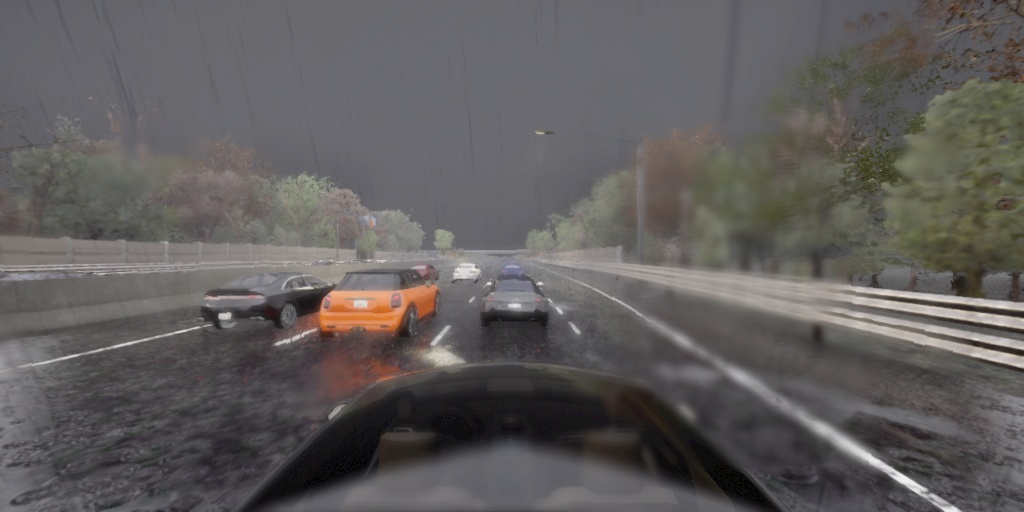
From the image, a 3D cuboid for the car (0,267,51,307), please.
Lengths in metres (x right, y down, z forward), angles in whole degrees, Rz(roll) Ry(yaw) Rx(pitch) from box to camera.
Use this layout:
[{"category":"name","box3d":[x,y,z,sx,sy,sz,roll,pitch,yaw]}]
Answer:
[{"category":"car","box3d":[-21.104,1.239,13.173,1.882,1.535,5.008,0,0,0]}]

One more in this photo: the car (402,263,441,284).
[{"category":"car","box3d":[-6.910,1.307,27.853,1.812,1.442,4.674,0,0,0]}]

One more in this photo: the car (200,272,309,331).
[{"category":"car","box3d":[-6.904,1.250,11.082,2.128,1.511,4.902,0,0,0]}]

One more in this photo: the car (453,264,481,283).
[{"category":"car","box3d":[-3.423,1.306,27.881,1.812,1.442,4.674,0,0,0]}]

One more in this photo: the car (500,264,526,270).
[{"category":"car","box3d":[0.090,1.306,27.851,1.812,1.442,4.674,0,0,0]}]

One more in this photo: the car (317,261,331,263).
[{"category":"car","box3d":[-28.065,1.396,53.561,1.994,1.385,4.181,0,0,1]}]

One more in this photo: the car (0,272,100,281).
[{"category":"car","box3d":[-17.605,1.309,13.532,2.033,1.411,5.357,0,0,0]}]

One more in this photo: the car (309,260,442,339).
[{"category":"car","box3d":[-3.404,1.110,10.231,2.097,1.767,4.553,0,0,0]}]

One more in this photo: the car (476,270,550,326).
[{"category":"car","box3d":[0.097,1.323,11.654,1.994,1.385,4.181,0,0,0]}]
